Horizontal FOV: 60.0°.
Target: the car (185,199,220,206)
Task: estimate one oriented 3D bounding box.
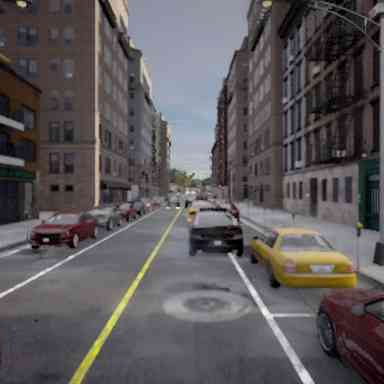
[{"bbox_3d":[0.707,1.459,23.086,1.882,1.535,5.008,0,0,2],"label":"car"}]

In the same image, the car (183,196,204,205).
[{"bbox_3d":[0.314,1.464,56.510,1.812,1.442,4.674,0,0,23],"label":"car"}]

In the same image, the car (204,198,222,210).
[{"bbox_3d":[2.616,1.507,42.967,2.008,1.369,4.403,0,0,0],"label":"car"}]

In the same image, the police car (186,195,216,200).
[{"bbox_3d":[0.695,1.396,29.141,1.930,1.638,5.238,0,0,-2],"label":"police car"}]

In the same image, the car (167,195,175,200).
[{"bbox_3d":[-5.459,1.471,86.707,1.947,1.339,4.313,0,0,0],"label":"car"}]

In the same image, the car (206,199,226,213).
[{"bbox_3d":[2.619,1.507,37.284,1.887,1.381,4.507,0,0,0],"label":"car"}]

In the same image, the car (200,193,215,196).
[{"bbox_3d":[2.613,1.264,48.649,2.192,1.841,5.009,0,0,0],"label":"car"}]

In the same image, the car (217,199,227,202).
[{"bbox_3d":[2.624,1.519,25.920,1.887,1.381,4.507,0,0,0],"label":"car"}]

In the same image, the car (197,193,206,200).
[{"bbox_3d":[2.642,1.214,92.216,2.192,1.841,5.009,0,0,0],"label":"car"}]

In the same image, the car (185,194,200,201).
[{"bbox_3d":[-0.023,1.430,46.121,1.882,1.535,5.008,0,0,0],"label":"car"}]

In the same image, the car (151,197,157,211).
[{"bbox_3d":[-5.406,1.402,37.280,1.967,1.590,4.097,0,0,0],"label":"car"}]

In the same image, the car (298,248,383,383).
[{"bbox_3d":[2.635,1.579,3.190,1.802,1.307,4.206,0,0,0],"label":"car"}]

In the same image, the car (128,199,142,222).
[{"bbox_3d":[-5.401,1.519,25.916,1.887,1.381,4.507,0,0,0],"label":"car"}]

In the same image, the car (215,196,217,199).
[{"bbox_3d":[2.622,1.408,31.602,1.967,1.590,4.097,0,0,0],"label":"car"}]

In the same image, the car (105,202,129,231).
[{"bbox_3d":[-5.398,1.531,20.233,2.008,1.369,4.403,0,0,0],"label":"car"}]

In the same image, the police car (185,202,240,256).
[{"bbox_3d":[0.818,1.413,13.168,1.930,1.638,5.238,0,0,0],"label":"police car"}]

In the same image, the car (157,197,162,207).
[{"bbox_3d":[-5.412,1.390,48.644,1.967,1.590,4.097,0,0,0],"label":"car"}]

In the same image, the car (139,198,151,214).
[{"bbox_3d":[-5.403,1.534,31.598,1.947,1.339,4.313,0,0,0],"label":"car"}]

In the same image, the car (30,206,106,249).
[{"bbox_3d":[-5.395,1.531,14.551,1.887,1.381,4.507,0,0,0],"label":"car"}]

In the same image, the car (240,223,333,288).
[{"bbox_3d":[2.633,1.517,9.043,1.752,1.417,4.829,0,0,0],"label":"car"}]

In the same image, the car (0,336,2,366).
[{"bbox_3d":[-2.851,1.600,1.124,1.895,1.301,4.718,0,0,0],"label":"car"}]

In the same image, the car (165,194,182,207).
[{"bbox_3d":[-2.790,1.473,50.467,1.812,1.442,4.674,0,0,0],"label":"car"}]

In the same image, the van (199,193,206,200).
[{"bbox_3d":[2.649,1.246,86.712,1.690,1.788,3.998,0,0,0],"label":"van"}]
